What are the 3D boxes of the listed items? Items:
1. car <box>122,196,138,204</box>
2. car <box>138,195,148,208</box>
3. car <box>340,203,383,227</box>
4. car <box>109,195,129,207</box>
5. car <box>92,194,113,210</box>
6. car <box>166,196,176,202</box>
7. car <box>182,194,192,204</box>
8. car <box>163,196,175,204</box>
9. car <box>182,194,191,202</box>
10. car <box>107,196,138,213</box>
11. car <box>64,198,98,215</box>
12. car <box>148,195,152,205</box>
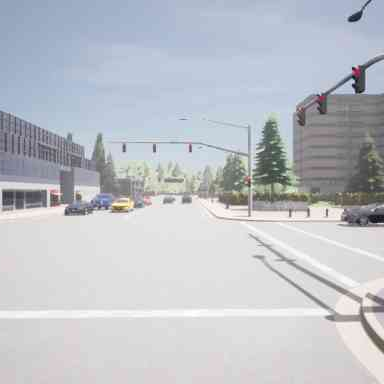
[{"bbox_3d":[-11.611,1.491,62.922,2.128,1.511,4.902,0,0,0],"label":"car"},{"bbox_3d":[-7.941,1.352,47.040,2.097,1.767,4.553,0,0,-1],"label":"car"},{"bbox_3d":[12.497,1.492,22.183,4.902,1.511,2.128,0,0,-1],"label":"car"},{"bbox_3d":[-11.512,1.352,52.664,2.097,1.767,4.553,0,0,-1],"label":"car"},{"bbox_3d":[-11.386,1.221,42.764,2.150,2.045,5.566,0,0,-1],"label":"car"},{"bbox_3d":[-4.738,1.509,75.209,1.895,1.301,4.718,0,0,-1],"label":"car"},{"bbox_3d":[-0.993,1.505,64.899,1.837,1.490,4.892,0,0,-1],"label":"car"},{"bbox_3d":[-4.590,1.547,64.574,2.033,1.411,5.357,0,0,-1],"label":"car"},{"bbox_3d":[-1.232,1.355,74.964,2.097,1.767,4.553,0,0,-1],"label":"car"},{"bbox_3d":[-7.816,1.478,37.804,1.882,1.535,5.008,0,0,-1],"label":"car"},{"bbox_3d":[-11.251,1.564,33.411,1.994,1.385,4.181,0,0,-1],"label":"car"},{"bbox_3d":[-8.065,1.352,57.155,2.097,1.767,4.553,0,0,-1],"label":"car"}]
